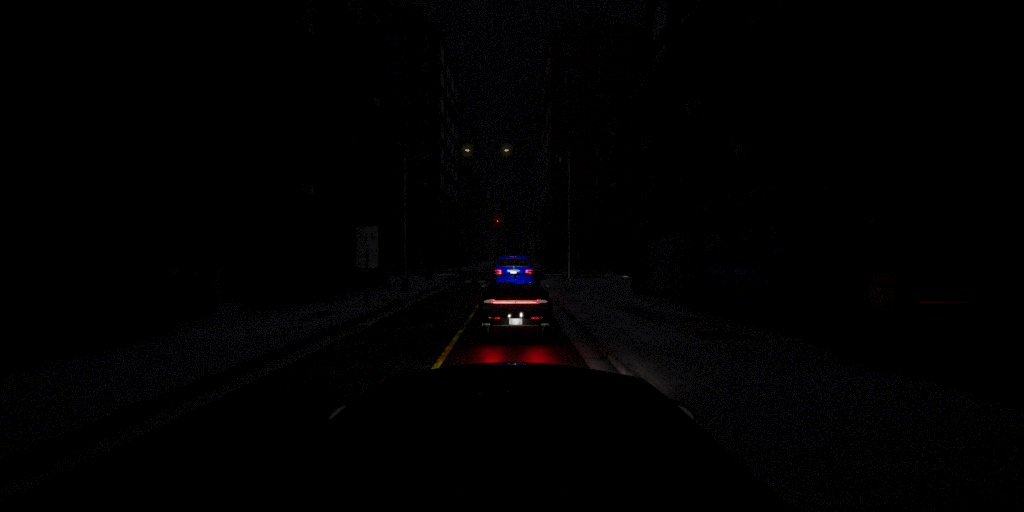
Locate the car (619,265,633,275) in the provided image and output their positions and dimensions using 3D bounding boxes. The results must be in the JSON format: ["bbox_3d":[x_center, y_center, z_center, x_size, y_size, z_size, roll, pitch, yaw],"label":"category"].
[{"bbox_3d":[13.858,1.230,37.705,5.008,1.535,1.882,0,0,0],"label":"car"}]

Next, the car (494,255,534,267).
[{"bbox_3d":[0.102,0.971,20.693,2.150,2.045,5.566,0,0,1],"label":"car"}]

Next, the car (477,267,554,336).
[{"bbox_3d":[0.098,1.241,10.381,2.128,1.511,4.902,0,0,0],"label":"car"}]

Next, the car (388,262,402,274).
[{"bbox_3d":[-14.660,1.288,40.352,4.313,1.339,1.948,0,0,0],"label":"car"}]
